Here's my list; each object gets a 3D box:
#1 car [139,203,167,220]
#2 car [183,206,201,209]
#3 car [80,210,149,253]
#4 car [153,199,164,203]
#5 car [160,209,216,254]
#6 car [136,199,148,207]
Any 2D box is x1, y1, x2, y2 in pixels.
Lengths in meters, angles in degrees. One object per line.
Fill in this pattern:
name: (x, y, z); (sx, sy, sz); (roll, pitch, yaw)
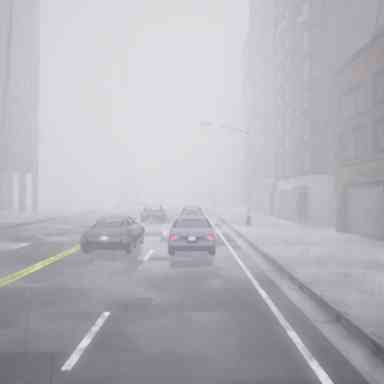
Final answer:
car: (-3.260, 1.869, 29.109); (1.895, 1.301, 4.718); (0, 0, 0)
car: (-0.010, 1.869, 29.113); (1.895, 1.301, 4.718); (0, 0, 0)
car: (-3.251, 1.698, 14.307); (1.994, 1.385, 4.181); (0, 0, 0)
car: (-6.530, 2.066, 65.442); (2.128, 1.511, 4.902); (0, -1, 0)
car: (-0.004, 1.678, 13.993); (2.033, 1.411, 5.357); (0, 0, 0)
car: (-9.780, 2.086, 65.427); (1.837, 1.490, 4.892); (0, -1, 0)
